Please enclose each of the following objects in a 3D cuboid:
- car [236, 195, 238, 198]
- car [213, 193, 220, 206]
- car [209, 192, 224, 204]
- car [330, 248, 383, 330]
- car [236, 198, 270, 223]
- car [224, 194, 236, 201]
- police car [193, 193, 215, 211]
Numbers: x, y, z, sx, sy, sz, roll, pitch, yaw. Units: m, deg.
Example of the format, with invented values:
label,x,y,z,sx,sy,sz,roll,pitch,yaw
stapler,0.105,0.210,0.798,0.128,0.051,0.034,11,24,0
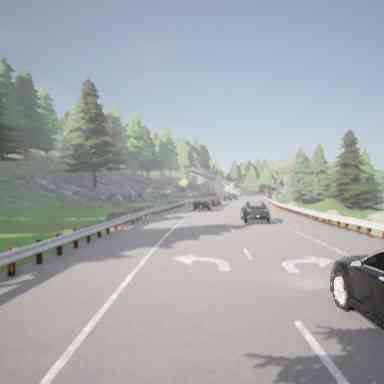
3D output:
label,x,y,z,sx,sy,sz,roll,pitch,yaw
car,10.755,1.131,86.664,1.882,1.535,5.008,0,0,13
car,2.515,1.342,48.204,1.882,1.535,5.008,0,0,8
car,3.437,1.073,54.150,2.150,2.045,5.566,0,0,9
car,3.690,1.495,4.837,1.837,1.490,4.892,0,0,1
car,4.637,1.425,24.829,2.128,1.511,4.902,0,0,4
car,7.628,1.187,71.283,2.128,1.511,4.902,0,0,11
police car,1.232,1.316,38.419,1.930,1.638,5.238,0,0,7
